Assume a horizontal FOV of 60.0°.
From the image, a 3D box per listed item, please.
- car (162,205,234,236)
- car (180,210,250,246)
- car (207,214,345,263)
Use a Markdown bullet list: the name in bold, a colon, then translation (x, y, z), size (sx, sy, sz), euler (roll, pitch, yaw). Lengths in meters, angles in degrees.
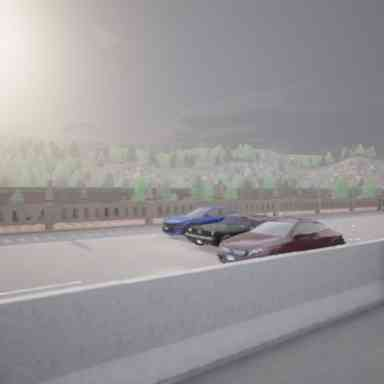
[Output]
- **car**: translation (0.807, 1.485, 17.468), size (5.008, 1.535, 1.882), euler (0, 0, -35)
- **car**: translation (2.088, 1.608, 14.083), size (4.718, 1.301, 1.895), euler (0, 0, -36)
- **car**: translation (2.933, 1.532, 10.371), size (4.674, 1.442, 1.812), euler (0, 0, -36)
